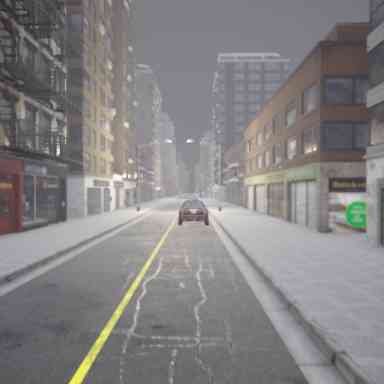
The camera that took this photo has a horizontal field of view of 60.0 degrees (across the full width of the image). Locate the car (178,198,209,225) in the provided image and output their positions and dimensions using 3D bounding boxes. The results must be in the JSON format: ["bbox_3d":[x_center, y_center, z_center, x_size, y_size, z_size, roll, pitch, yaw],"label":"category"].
[{"bbox_3d":[0.101,1.350,24.408,2.097,1.767,4.553,0,0,0],"label":"car"}]

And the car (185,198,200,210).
[{"bbox_3d":[0.085,1.519,43.103,1.812,1.442,4.674,0,0,0],"label":"car"}]
